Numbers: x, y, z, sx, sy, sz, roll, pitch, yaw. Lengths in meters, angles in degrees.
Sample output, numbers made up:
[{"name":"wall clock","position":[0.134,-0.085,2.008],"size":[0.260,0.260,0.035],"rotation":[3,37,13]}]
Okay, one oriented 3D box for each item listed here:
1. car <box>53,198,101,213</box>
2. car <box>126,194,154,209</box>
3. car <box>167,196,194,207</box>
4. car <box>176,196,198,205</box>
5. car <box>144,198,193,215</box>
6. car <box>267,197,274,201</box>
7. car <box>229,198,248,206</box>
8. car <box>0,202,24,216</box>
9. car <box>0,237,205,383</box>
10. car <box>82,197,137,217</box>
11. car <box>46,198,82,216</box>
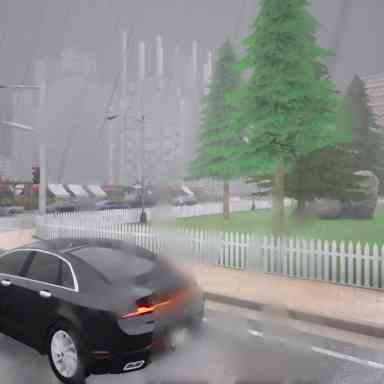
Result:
[{"name":"car","position":[-12.814,1.478,37.524],"size":[1.882,1.535,5.008],"rotation":[0,0,34]},{"name":"car","position":[-6.783,1.221,40.225],"size":[2.150,2.045,5.566],"rotation":[0,0,34]},{"name":"car","position":[-1.813,1.505,53.850],"size":[1.837,1.490,4.892],"rotation":[0,0,34]},{"name":"car","position":[-1.080,1.352,48.688],"size":[2.097,1.767,4.553],"rotation":[0,0,34]},{"name":"car","position":[-2.310,1.601,33.973],"size":[1.895,1.301,4.718],"rotation":[0,0,34]},{"name":"car","position":[15.008,1.564,59.779],"size":[1.994,1.385,4.181],"rotation":[0,0,34]},{"name":"car","position":[7.608,1.525,55.019],"size":[1.812,1.442,4.674],"rotation":[0,0,34]},{"name":"car","position":[-17.949,1.601,29.991],"size":[1.895,1.301,4.718],"rotation":[0,0,36]},{"name":"car","position":[-2.100,1.505,5.425],"size":[4.892,1.490,1.837],"rotation":[0,0,36]},{"name":"car","position":[-7.846,1.525,32.009],"size":[1.812,1.442,4.674],"rotation":[0,0,34]},{"name":"car","position":[-12.255,1.491,32.077],"size":[2.128,1.511,4.902],"rotation":[0,0,34]}]
